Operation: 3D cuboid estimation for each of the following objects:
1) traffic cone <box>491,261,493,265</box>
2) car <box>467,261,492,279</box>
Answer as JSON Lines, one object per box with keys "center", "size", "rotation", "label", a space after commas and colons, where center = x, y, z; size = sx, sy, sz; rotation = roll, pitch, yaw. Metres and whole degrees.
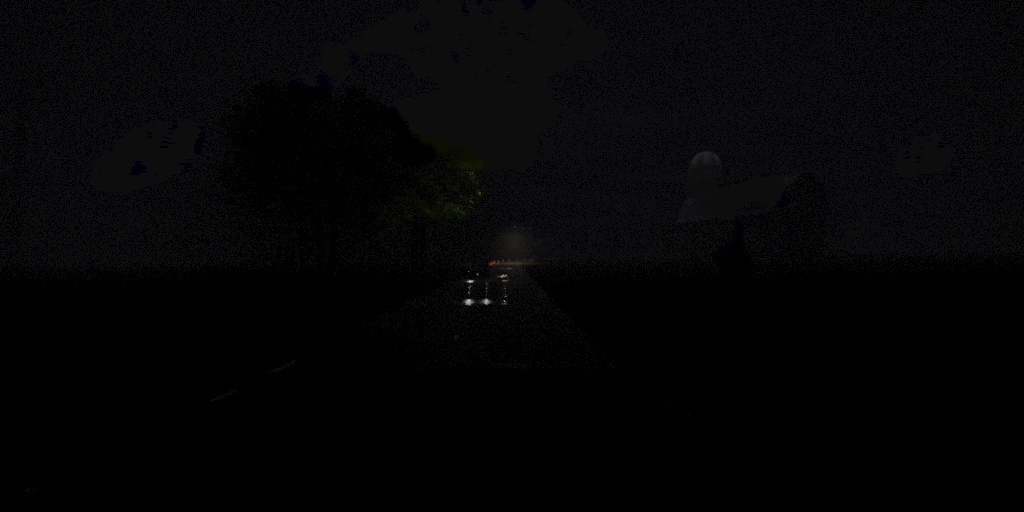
{"center": [-3.814, 1.407, 60.716], "size": [0.340, 0.580, 0.340], "rotation": [0, 0, 0], "label": "traffic cone"}
{"center": [-2.829, 1.239, 31.946], "size": [1.837, 1.490, 4.892], "rotation": [0, 0, 0], "label": "car"}
